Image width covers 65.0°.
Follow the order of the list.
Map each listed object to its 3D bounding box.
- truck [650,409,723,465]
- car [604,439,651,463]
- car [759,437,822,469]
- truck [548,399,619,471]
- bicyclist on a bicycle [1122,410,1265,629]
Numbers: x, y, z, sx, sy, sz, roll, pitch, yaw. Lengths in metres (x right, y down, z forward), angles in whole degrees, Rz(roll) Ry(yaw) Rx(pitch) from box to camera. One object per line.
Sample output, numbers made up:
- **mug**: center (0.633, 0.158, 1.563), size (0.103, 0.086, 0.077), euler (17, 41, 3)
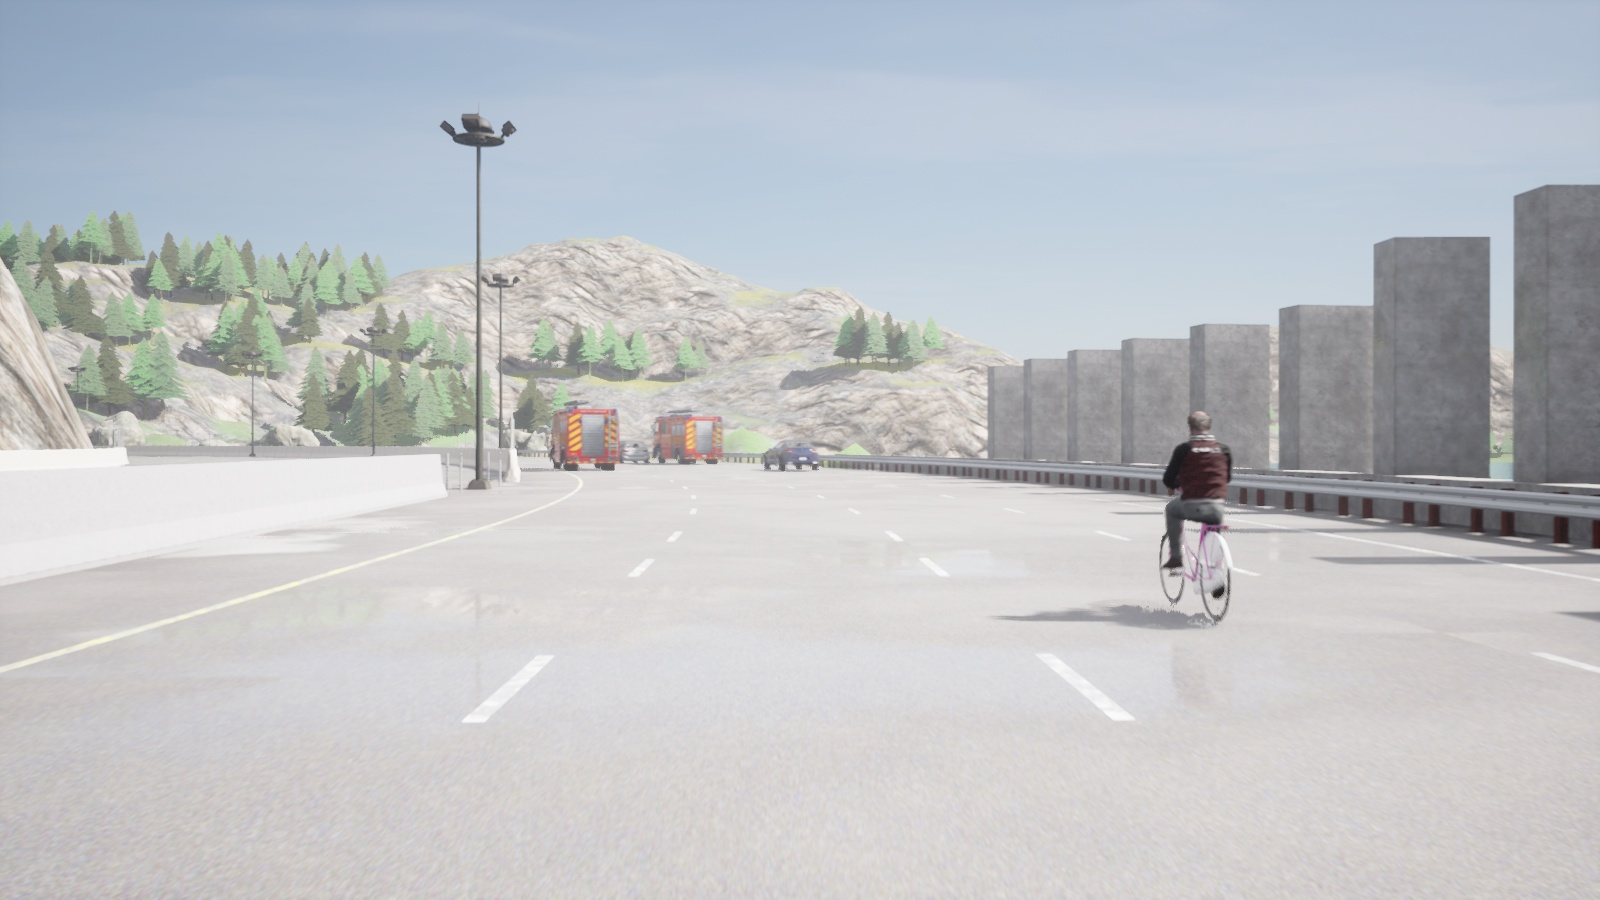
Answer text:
- **truck**: center (-8.323, -0.935, 90.749), size (2.891, 3.827, 8.468), euler (0, 0, -22)
- **car**: center (-12.691, 0.063, 92.064), size (2.242, 1.667, 4.611), euler (0, 0, -24)
- **car**: center (-0.571, 0.139, 68.500), size (2.152, 1.651, 5.027), euler (0, 0, -16)
- **truck**: center (-12.444, -0.830, 71.581), size (2.891, 3.827, 8.468), euler (0, 0, -17)
- **bicyclist on a bicycle**: center (3.428, 0.557, 11.101), size (0.659, 1.776, 1.843), euler (0, 1, -1)
